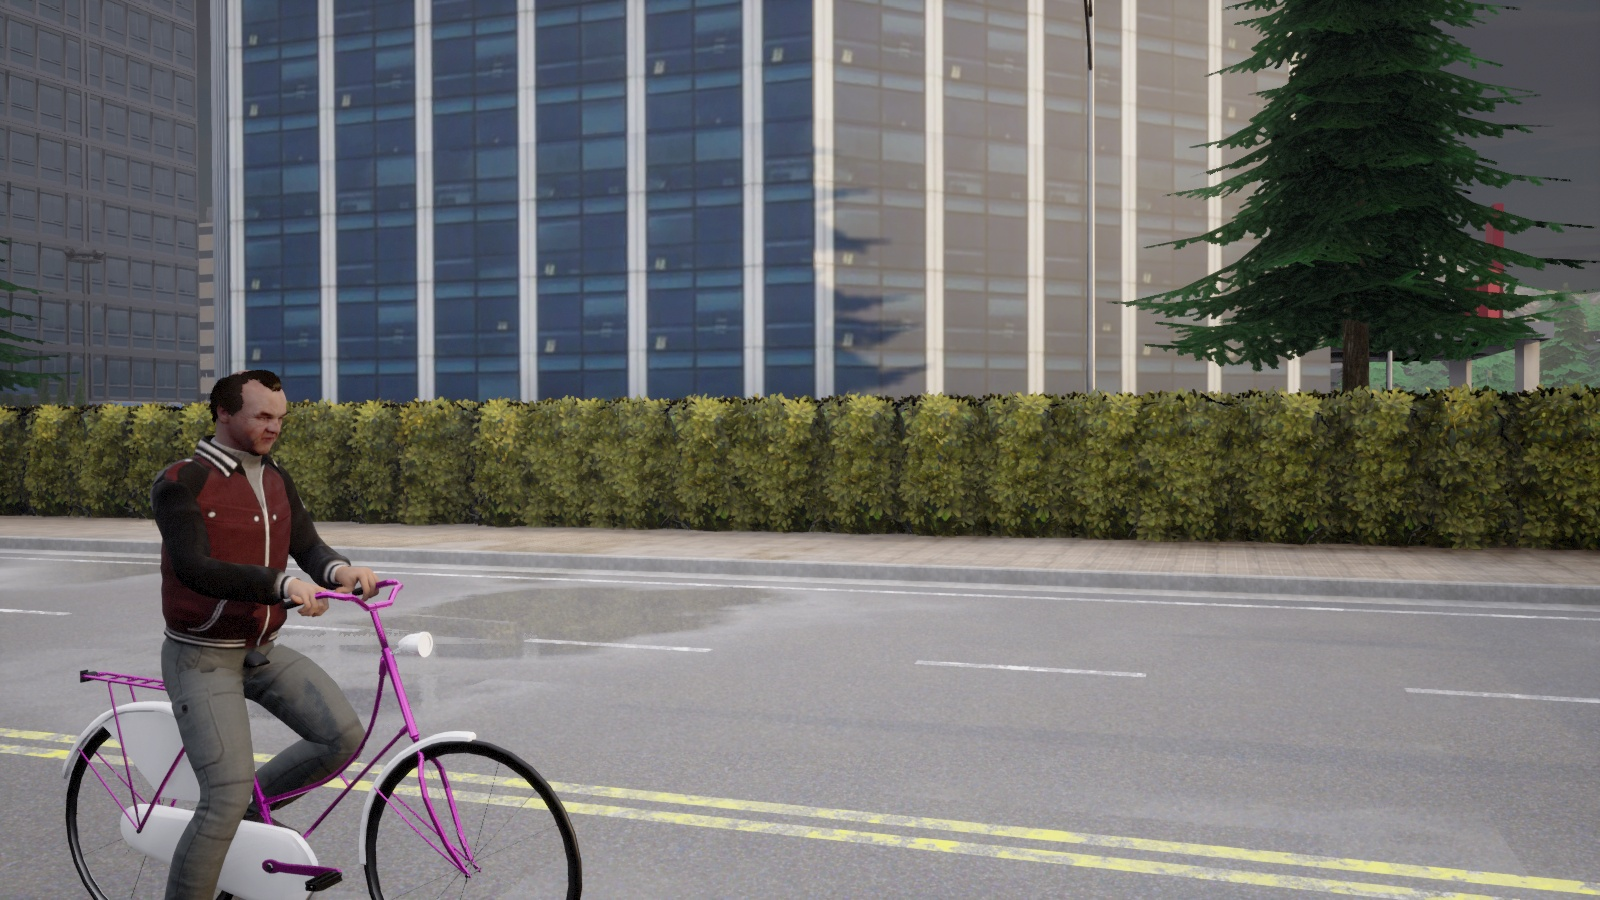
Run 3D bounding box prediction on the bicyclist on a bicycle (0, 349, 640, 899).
[{"bbox_3d":[-1.451,0.633,3.680,1.843,1.776,0.659,0,1,19],"label":"bicyclist on a bicycle"}]
